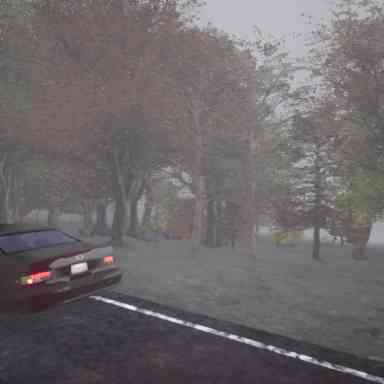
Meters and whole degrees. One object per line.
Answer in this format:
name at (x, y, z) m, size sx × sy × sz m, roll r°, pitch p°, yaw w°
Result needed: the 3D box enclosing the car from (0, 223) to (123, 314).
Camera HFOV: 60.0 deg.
car at (-3.751, 1.330, 6.379) m, size 5.357 × 1.411 × 2.033 m, roll -4°, pitch -1°, yaw 34°
